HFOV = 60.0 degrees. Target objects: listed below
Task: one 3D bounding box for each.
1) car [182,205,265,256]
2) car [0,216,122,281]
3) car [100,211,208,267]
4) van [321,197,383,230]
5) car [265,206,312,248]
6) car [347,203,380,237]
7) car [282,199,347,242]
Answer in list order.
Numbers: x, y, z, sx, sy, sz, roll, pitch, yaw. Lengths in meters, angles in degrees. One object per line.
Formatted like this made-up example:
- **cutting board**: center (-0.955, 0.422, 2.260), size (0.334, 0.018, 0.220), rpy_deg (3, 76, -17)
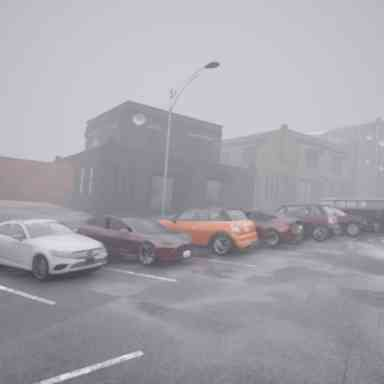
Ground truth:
- **car**: center (0.234, 1.373, 13.287), size (4.553, 1.767, 2.185), rpy_deg (-1, -1, 34)
- **car**: center (-4.547, 1.519, 9.816), size (4.674, 1.452, 2.002), rpy_deg (-1, -1, 34)
- **car**: center (-2.142, 1.518, 11.547), size (4.792, 1.488, 2.163), rpy_deg (-1, -1, 34)
- **van**: center (9.632, 1.317, 20.335), size (4.442, 1.987, 1.878), rpy_deg (-1, -1, 34)
- **car**: center (2.566, 1.540, 15.063), size (4.792, 1.488, 2.163), rpy_deg (-1, -1, 34)
- **car**: center (7.350, 1.531, 18.538), size (5.008, 1.535, 2.097), rpy_deg (-1, -1, 34)
- **car**: center (4.995, 1.394, 16.772), size (4.553, 1.767, 2.185), rpy_deg (-1, -1, 34)
